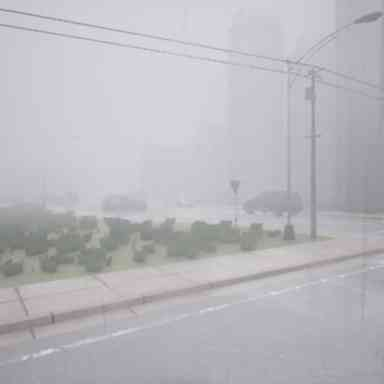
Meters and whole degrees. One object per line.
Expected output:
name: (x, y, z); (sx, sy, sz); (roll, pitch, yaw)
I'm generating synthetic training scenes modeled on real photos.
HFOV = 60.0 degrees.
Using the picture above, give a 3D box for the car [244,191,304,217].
car: (6.754, 0.919, 28.012); (2.150, 2.045, 5.566); (-1, 1, -32)

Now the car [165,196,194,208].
car: (-1.488, 1.154, 40.053); (1.812, 1.442, 4.674); (-1, 1, -34)

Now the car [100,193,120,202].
car: (-14.675, 0.997, 59.156); (1.882, 1.535, 5.008); (-1, 1, -34)

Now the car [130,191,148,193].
car: (-8.345, 0.794, 50.002); (2.150, 2.045, 5.566); (-1, 1, -33)

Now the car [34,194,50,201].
car: (-28.396, 1.045, 64.891); (4.193, 1.474, 1.816); (-1, 1, -34)

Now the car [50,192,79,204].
car: (-20.361, 0.911, 54.048); (3.866, 1.878, 1.905); (-1, 1, -34)

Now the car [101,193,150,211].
car: (-6.777, 1.194, 34.014); (4.611, 1.667, 2.242); (-1, 1, -34)

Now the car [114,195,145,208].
car: (-8.191, 1.181, 43.378); (2.033, 1.411, 5.357); (-1, 1, -34)
